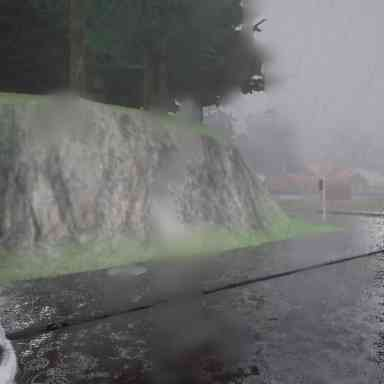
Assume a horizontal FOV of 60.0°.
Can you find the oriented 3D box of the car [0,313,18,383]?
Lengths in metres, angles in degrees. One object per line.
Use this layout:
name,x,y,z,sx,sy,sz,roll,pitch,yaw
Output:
car,-3.669,1.537,1.953,4.674,1.442,1.812,0,0,-36
